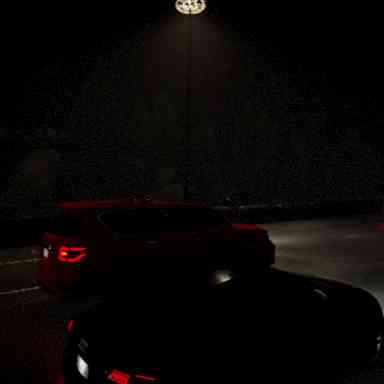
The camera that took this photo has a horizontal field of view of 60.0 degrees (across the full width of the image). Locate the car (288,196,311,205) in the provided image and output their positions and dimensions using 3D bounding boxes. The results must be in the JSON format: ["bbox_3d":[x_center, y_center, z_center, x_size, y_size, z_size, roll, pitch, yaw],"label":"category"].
[{"bbox_3d":[8.880,1.216,31.819,4.674,1.442,1.812,-1,1,-35],"label":"car"}]

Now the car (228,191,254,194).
[{"bbox_3d":[5.779,0.851,42.491,5.566,2.045,2.150,-1,1,-35],"label":"car"}]

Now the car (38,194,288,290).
[{"bbox_3d":[-0.510,1.188,7.695,5.566,2.045,2.150,-1,0,-36],"label":"car"}]

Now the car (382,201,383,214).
[{"bbox_3d":[15.641,0.900,23.483,5.566,2.045,2.150,-1,1,-35],"label":"car"}]

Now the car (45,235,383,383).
[{"bbox_3d":[0.636,1.540,4.199,4.181,1.385,1.994,-1,0,-35],"label":"car"}]

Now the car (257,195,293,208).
[{"bbox_3d":[10.375,1.132,41.473,4.181,1.385,1.994,-1,1,-35],"label":"car"}]

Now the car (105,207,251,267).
[{"bbox_3d":[-0.394,1.435,12.062,4.902,1.511,2.128,-1,0,-36],"label":"car"}]
